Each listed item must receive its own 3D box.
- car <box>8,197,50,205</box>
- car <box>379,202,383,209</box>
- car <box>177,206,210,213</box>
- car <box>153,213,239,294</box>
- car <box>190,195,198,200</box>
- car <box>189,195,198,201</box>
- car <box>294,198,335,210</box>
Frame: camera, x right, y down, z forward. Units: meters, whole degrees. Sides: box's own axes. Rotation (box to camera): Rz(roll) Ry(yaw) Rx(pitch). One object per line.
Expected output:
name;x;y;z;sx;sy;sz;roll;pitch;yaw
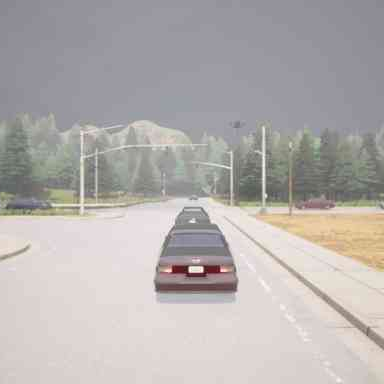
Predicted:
car;-18.035;1.387;37.099;4.553;1.767;2.097;0;0;1
car;25.049;1.415;39.964;4.674;1.442;1.812;0;0;1
car;0.069;1.535;19.534;1.994;1.385;4.181;0;0;1
car;0.085;1.537;8.927;2.033;1.411;5.357;0;0;0
car;0.643;1.419;91.797;1.994;1.385;4.181;0;0;2
car;0.274;1.477;81.817;1.895;1.301;4.718;0;0;2
car;14.770;1.448;40.161;4.674;1.442;1.812;0;0;1
